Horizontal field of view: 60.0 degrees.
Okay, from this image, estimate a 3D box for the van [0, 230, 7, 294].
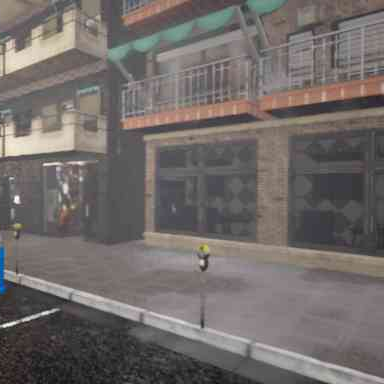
[{"bbox_3d":[-5.423,1.297,6.734,3.998,1.788,1.690,0,1,35],"label":"van"}]
